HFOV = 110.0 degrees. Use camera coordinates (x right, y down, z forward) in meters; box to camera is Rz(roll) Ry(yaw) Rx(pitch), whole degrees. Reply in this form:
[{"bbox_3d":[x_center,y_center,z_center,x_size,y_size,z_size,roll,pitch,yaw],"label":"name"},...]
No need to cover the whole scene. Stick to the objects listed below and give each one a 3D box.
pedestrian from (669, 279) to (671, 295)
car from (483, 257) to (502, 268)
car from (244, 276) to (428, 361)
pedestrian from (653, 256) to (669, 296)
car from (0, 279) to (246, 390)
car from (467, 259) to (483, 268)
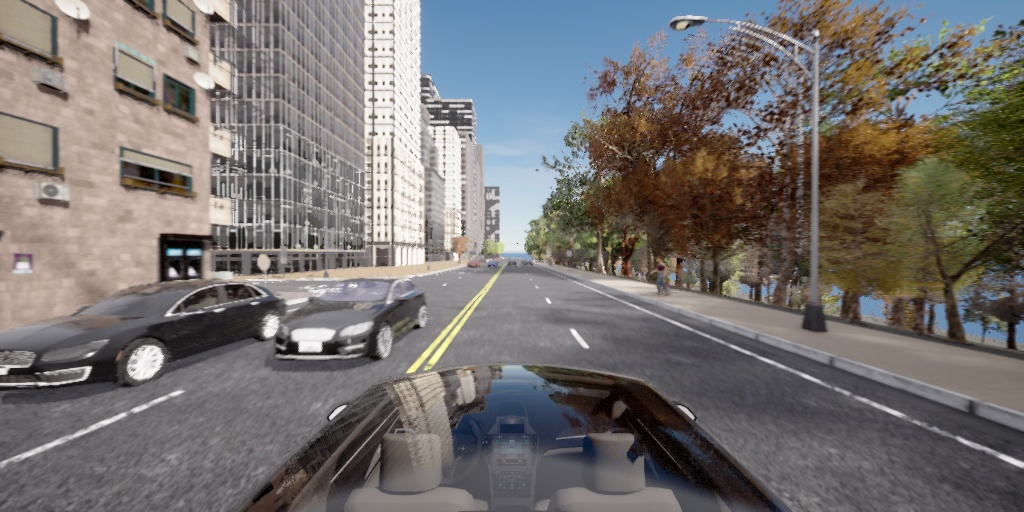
[{"bbox_3d":[7.323,1.276,16.878,0.500,1.100,0.500,0,0,0],"label":"pedestrian"},{"bbox_3d":[-3.257,1.328,61.008,2.033,1.411,5.357,0,0,1],"label":"car"},{"bbox_3d":[-3.309,1.245,8.366,2.128,1.511,4.902,0,0,0],"label":"car"},{"bbox_3d":[6.743,0.896,16.275,0.375,1.860,0.375,0,0,0],"label":"pedestrian"},{"bbox_3d":[-6.567,1.259,7.042,1.837,1.490,4.892,0,-1,0],"label":"car"},{"bbox_3d":[-6.515,1.259,60.996,1.882,1.535,5.008,0,0,1],"label":"car"}]
